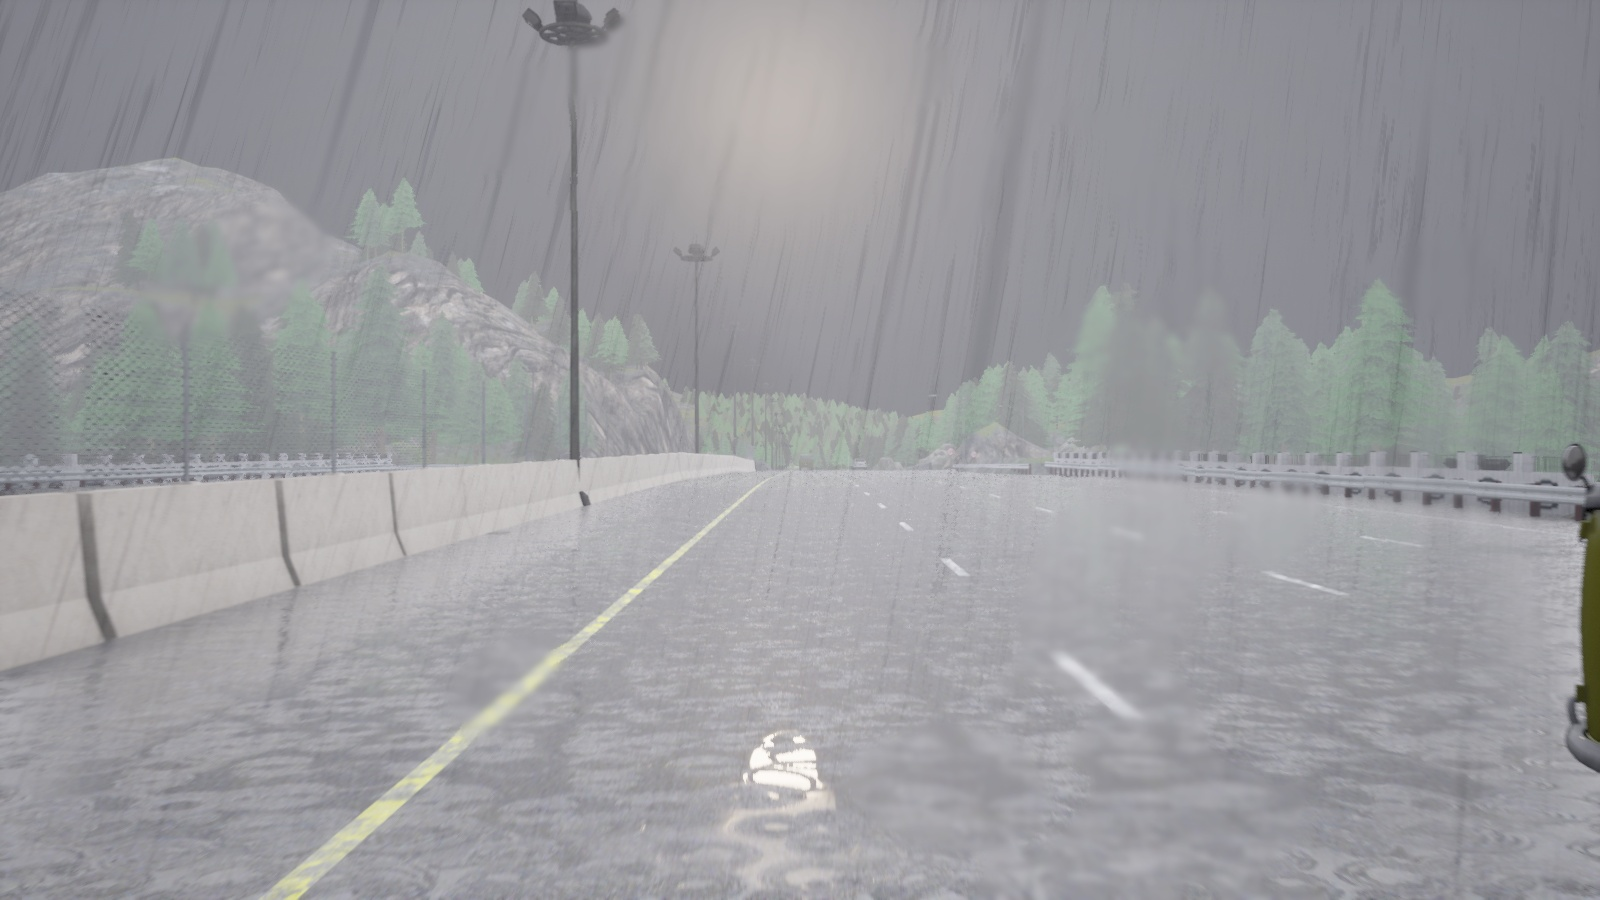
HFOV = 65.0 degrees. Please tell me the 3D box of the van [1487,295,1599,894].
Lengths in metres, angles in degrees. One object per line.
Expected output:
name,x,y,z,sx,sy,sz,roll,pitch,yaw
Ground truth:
van,3.530,0.487,2.622,1.775,1.987,4.442,0,0,0
